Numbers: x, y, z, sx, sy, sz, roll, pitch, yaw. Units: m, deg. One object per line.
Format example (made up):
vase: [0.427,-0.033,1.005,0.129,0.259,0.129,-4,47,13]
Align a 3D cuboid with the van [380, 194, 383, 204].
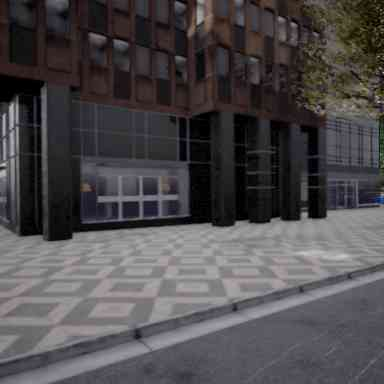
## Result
van: [32.000,1.228,54.305,1.690,1.788,3.998,-1,0,-35]
